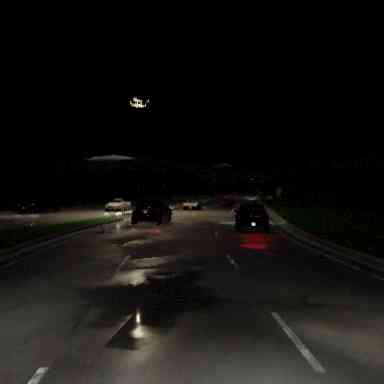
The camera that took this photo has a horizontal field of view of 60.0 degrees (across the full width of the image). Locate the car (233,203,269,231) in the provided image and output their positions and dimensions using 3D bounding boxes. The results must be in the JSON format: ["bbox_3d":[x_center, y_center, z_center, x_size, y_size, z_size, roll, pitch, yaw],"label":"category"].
[{"bbox_3d":[3.716,1.522,20.857,1.837,1.490,4.892,0,0,7],"label":"car"}]

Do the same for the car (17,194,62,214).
[{"bbox_3d":[-16.388,1.255,36.079,2.150,2.045,5.566,0,0,11],"label":"car"}]

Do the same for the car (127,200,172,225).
[{"bbox_3d":[-2.833,1.372,24.368,2.097,1.767,4.553,0,0,7],"label":"car"}]

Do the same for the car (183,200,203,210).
[{"bbox_3d":[0.201,1.636,42.700,1.895,1.301,4.718,0,0,10],"label":"car"}]

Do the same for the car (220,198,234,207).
[{"bbox_3d":[5.546,1.607,53.245,1.994,1.385,4.181,0,0,10],"label":"car"}]

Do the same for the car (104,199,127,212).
[{"bbox_3d":[-8.658,1.559,39.299,1.812,1.442,4.674,0,0,11],"label":"car"}]
